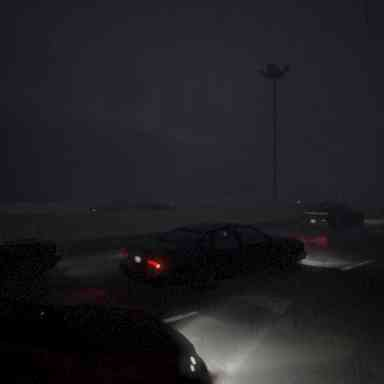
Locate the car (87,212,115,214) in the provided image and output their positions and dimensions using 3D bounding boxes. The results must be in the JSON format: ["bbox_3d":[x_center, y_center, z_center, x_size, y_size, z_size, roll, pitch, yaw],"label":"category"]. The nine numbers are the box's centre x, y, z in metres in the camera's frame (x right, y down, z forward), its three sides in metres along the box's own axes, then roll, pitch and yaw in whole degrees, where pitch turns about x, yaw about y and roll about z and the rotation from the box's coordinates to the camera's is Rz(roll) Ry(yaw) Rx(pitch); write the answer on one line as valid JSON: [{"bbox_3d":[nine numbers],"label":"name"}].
[{"bbox_3d":[-6.951,1.440,29.811,4.892,1.490,1.837,-1,0,-40],"label":"car"}]

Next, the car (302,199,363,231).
[{"bbox_3d":[8.414,1.352,19.715,4.902,1.511,2.128,-1,0,-41],"label":"car"}]

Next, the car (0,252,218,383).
[{"bbox_3d":[-1.865,1.569,2.535,4.181,1.385,1.994,-1,0,-35],"label":"car"}]

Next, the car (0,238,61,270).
[{"bbox_3d":[-5.850,1.613,8.251,4.718,1.301,1.895,-1,0,-36],"label":"car"}]

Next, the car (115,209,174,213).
[{"bbox_3d":[-2.989,1.492,24.027,4.181,1.385,1.994,-1,0,-40],"label":"car"}]

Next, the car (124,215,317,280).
[{"bbox_3d":[0.798,1.508,8.830,5.357,1.411,2.033,-1,0,-37],"label":"car"}]
